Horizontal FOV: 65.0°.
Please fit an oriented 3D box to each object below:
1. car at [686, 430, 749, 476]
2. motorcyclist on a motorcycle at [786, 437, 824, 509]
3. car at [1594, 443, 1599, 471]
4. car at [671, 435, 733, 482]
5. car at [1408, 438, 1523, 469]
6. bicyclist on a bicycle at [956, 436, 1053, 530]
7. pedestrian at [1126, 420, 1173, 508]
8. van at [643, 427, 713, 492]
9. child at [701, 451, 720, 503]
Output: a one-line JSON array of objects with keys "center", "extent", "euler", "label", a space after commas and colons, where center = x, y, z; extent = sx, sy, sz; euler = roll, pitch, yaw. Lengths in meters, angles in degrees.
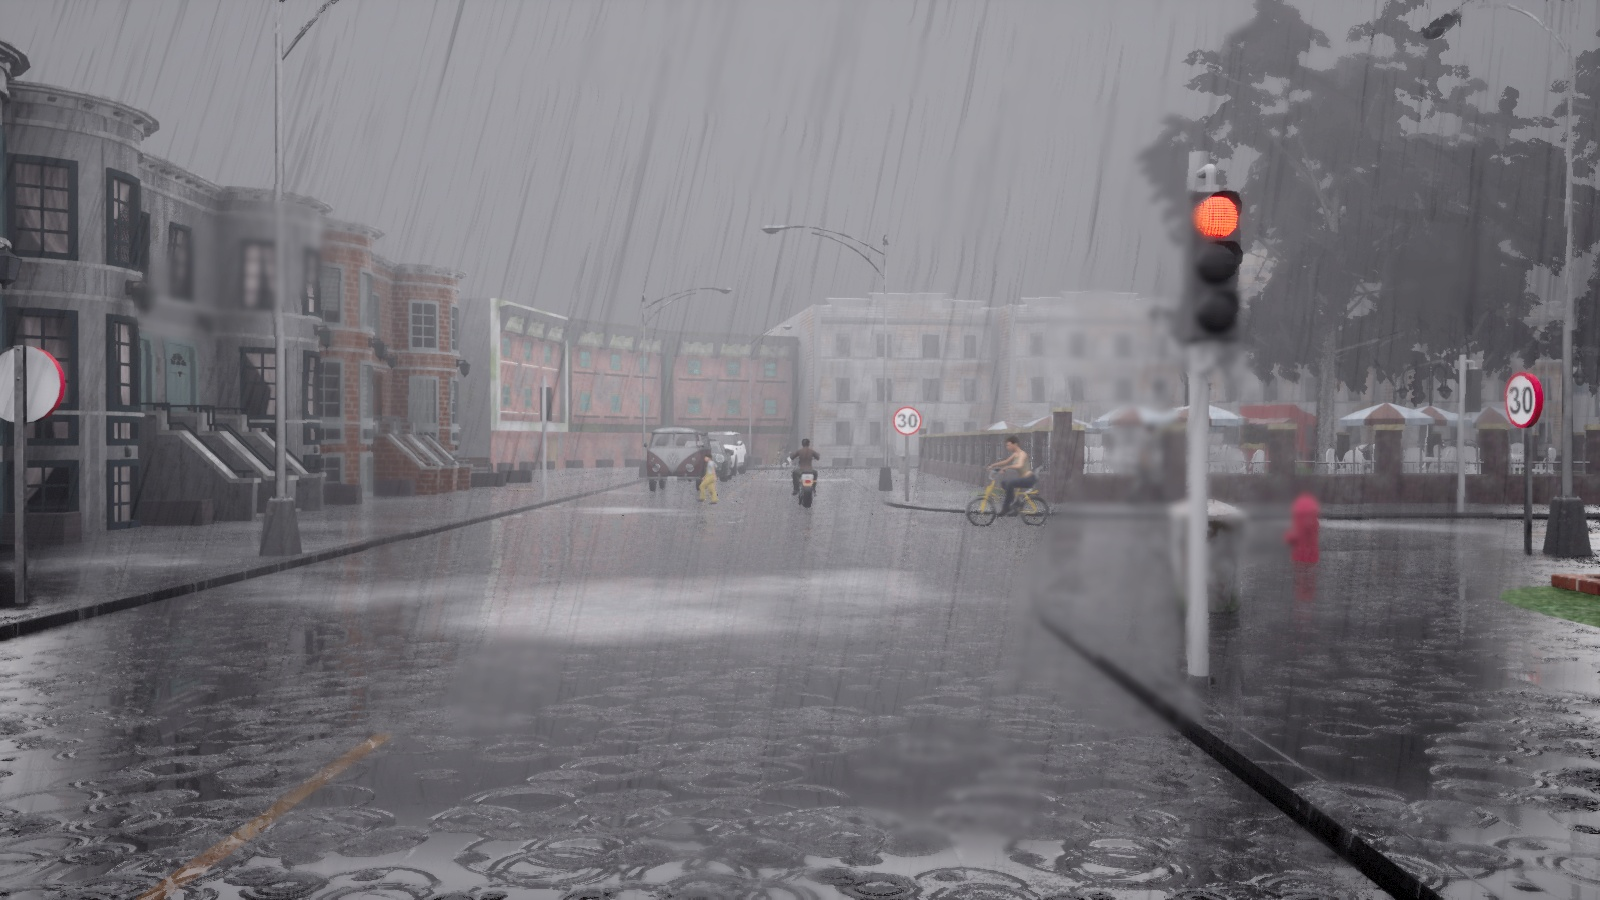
[{"center": [-3.837, 0.127, 59.414], "extent": [2.150, 2.045, 5.566], "euler": [0, 0, 5], "label": "car"}, {"center": [0.111, 0.527, 30.084], "extent": [0.766, 1.649, 2.350], "euler": [0, 0, -3], "label": "motorcyclist on a motorcycle"}, {"center": [45.081, 0.380, 67.495], "extent": [3.705, 1.549, 1.789], "euler": [0, 0, 0], "label": "car"}, {"center": [-3.842, 0.321, 49.766], "extent": [2.097, 1.767, 4.553], "euler": [0, 0, 0], "label": "car"}, {"center": [35.729, 0.173, 67.509], "extent": [5.027, 1.651, 2.152], "euler": [0, 0, 0], "label": "car"}, {"center": [3.603, 0.561, 22.213], "extent": [1.509, 1.612, 0.866], "euler": [0, 2, -6], "label": "bicyclist on a bicycle"}, {"center": [7.765, 0.305, 27.893], "extent": [0.873, 1.952, 0.659], "euler": [0, 0, 2], "label": "pedestrian"}, {"center": [-3.858, 0.268, 40.407], "extent": [1.775, 1.987, 4.442], "euler": [0, 0, 0], "label": "van"}, {"center": [-2.173, 0.647, 30.551], "extent": [0.437, 1.263, 0.270], "euler": [0, 0, -7], "label": "child"}]
